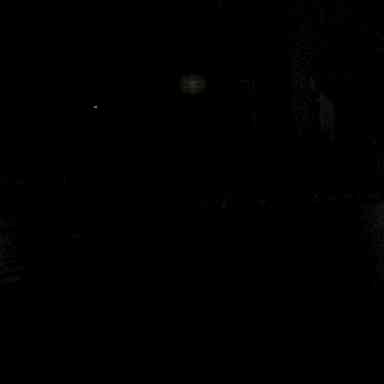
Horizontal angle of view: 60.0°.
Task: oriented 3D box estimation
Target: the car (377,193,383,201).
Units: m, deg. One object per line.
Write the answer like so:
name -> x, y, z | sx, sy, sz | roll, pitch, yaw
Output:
car -> 42.805, 1.357, 77.893 | 1.802, 1.307, 4.206 | -1, 0, 35

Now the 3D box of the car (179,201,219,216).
car -> 0.510, 1.520, 31.736 | 1.802, 1.307, 4.206 | 0, 0, 35

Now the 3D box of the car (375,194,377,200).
car -> 36.486, 1.301, 68.758 | 1.752, 1.417, 4.829 | 0, 0, 35

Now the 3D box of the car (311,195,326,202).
car -> 26.177, 1.415, 68.840 | 1.947, 1.339, 4.313 | 0, 0, 35

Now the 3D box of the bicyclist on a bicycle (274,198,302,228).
bicyclist on a bicycle -> 5.263, 1.176, 18.417 | 1.656, 1.620, 0.582 | -1, 0, 35

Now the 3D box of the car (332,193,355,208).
car -> 20.348, 1.135, 45.433 | 2.192, 1.841, 5.009 | 0, 0, 35

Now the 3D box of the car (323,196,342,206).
car -> 22.550, 1.332, 53.135 | 1.837, 1.490, 4.892 | -1, 0, 35

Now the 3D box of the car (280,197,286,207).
car -> 13.343, 1.452, 50.288 | 1.947, 1.339, 4.313 | 0, 0, 35

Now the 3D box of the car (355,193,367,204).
car -> 26.764, 1.116, 54.707 | 2.192, 1.841, 5.009 | 0, 0, 35

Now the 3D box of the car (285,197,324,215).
car -> 10.726, 1.422, 31.520 | 1.947, 1.339, 4.313 | 0, 0, 35

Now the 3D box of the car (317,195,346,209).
car -> 17.141, 1.375, 40.795 | 1.887, 1.381, 4.507 | 0, 0, 35

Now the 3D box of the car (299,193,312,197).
car -> 19.759, 1.412, 59.564 | 1.887, 1.381, 4.507 | 0, 0, 35

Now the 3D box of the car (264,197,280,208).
car -> 10.037, 1.422, 45.509 | 1.752, 1.417, 4.829 | 0, 0, 35

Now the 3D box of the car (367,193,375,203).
car -> 33.181, 1.098, 63.983 | 2.192, 1.841, 5.009 | 0, 0, 35

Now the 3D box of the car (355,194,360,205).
car -> 23.557, 1.376, 50.069 | 1.947, 1.339, 4.313 | 0, 0, 35

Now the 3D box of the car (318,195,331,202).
car -> 29.384, 1.423, 73.477 | 1.802, 1.307, 4.206 | 0, 0, 35

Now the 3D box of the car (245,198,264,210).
car -> 6.926, 1.491, 41.012 | 1.802, 1.307, 4.206 | 0, 0, 35

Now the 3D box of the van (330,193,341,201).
van -> 35.799, 1.182, 82.754 | 1.690, 1.788, 3.998 | -1, 0, 35

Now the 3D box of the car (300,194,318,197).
car -> 16.092, 1.373, 43.798 | 1.812, 1.442, 4.674 | -1, 0, 34

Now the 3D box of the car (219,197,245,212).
car -> 3.717, 1.363, 36.374 | 1.967, 1.590, 4.097 | 0, 0, 35
